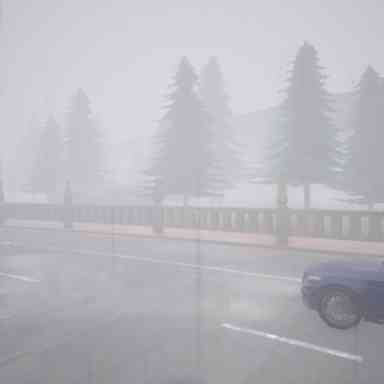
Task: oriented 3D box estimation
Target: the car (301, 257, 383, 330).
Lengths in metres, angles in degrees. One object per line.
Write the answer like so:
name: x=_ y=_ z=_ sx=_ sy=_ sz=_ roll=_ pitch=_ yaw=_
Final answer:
car: x=4.130 y=1.499 z=5.170 sx=4.674 sy=1.442 sz=1.812 roll=0 pitch=0 yaw=35
